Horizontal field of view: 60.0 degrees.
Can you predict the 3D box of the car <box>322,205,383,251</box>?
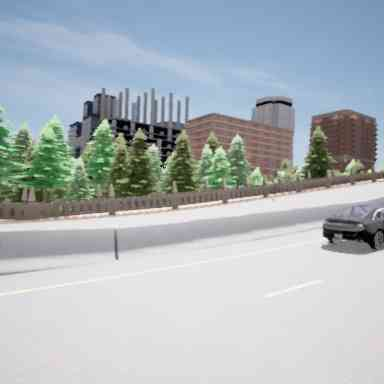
[{"bbox_3d":[7.197,1.249,13.227,4.902,1.511,2.128,-3,2,-35],"label":"car"}]
